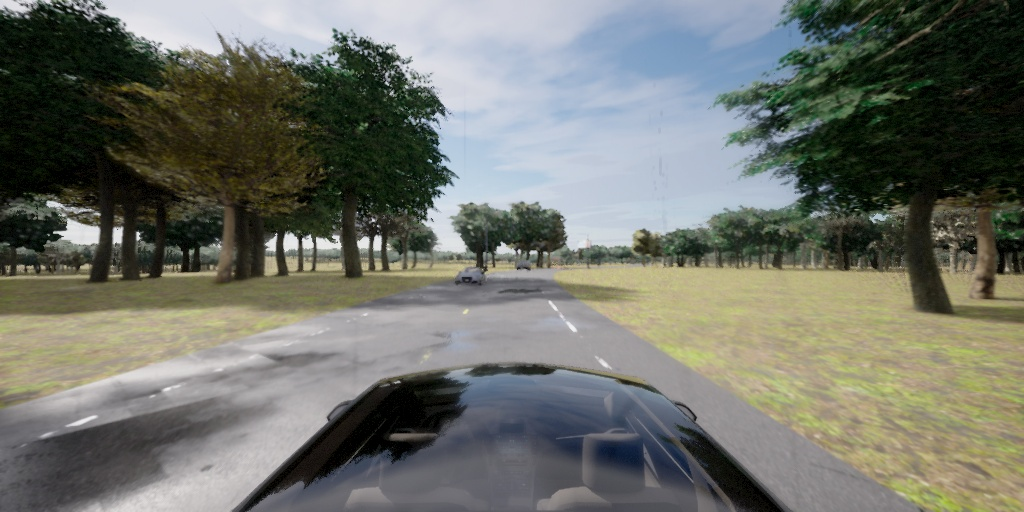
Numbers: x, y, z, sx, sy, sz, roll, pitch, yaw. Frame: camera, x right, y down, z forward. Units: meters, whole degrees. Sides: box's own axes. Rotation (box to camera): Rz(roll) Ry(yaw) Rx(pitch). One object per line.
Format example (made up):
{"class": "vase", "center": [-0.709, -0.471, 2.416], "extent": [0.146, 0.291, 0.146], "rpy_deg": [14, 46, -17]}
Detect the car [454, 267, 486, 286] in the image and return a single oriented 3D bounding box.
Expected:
{"class": "car", "center": [-3.150, 1.564, 27.856], "extent": [1.994, 1.385, 4.181], "rpy_deg": [0, -1, 3]}
